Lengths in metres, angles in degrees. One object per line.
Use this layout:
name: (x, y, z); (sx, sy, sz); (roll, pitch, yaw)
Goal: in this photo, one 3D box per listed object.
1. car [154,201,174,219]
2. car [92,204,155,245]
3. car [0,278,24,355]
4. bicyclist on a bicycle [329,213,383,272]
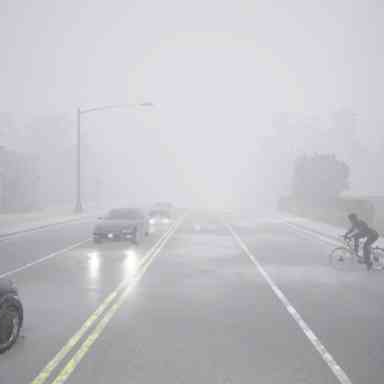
car: (-2.661, 1.537, 29.659); (2.033, 1.411, 5.357); (0, 0, 2)
car: (-3.163, 1.500, 15.651); (1.837, 1.490, 4.892); (0, 0, 2)
car: (-3.554, 1.563, 3.290); (1.994, 1.385, 4.181); (0, 0, 2)
bicyclist on a bicycle: (4.676, 1.431, 9.329); (1.656, 1.620, 0.582); (0, 0, 2)
